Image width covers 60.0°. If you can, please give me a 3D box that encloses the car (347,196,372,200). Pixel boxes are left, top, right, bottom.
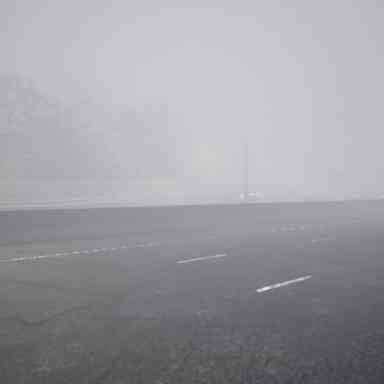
[{"bbox_3d":[20.316,1.486,41.955,4.718,1.301,1.895,0,0,-37],"label":"car"}]

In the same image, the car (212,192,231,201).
[{"bbox_3d":[5.051,0.724,56.004,1.812,1.442,4.674,0,1,29],"label":"car"}]

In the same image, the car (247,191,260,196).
[{"bbox_3d":[12.605,0.429,69.450,2.033,1.411,5.357,0,2,30],"label":"car"}]

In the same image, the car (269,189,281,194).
[{"bbox_3d":[20.765,-0.143,82.659,1.994,1.385,4.181,0,3,33],"label":"car"}]

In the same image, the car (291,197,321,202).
[{"bbox_3d":[16.422,1.397,47.774,5.357,1.411,2.033,0,0,-37],"label":"car"}]
